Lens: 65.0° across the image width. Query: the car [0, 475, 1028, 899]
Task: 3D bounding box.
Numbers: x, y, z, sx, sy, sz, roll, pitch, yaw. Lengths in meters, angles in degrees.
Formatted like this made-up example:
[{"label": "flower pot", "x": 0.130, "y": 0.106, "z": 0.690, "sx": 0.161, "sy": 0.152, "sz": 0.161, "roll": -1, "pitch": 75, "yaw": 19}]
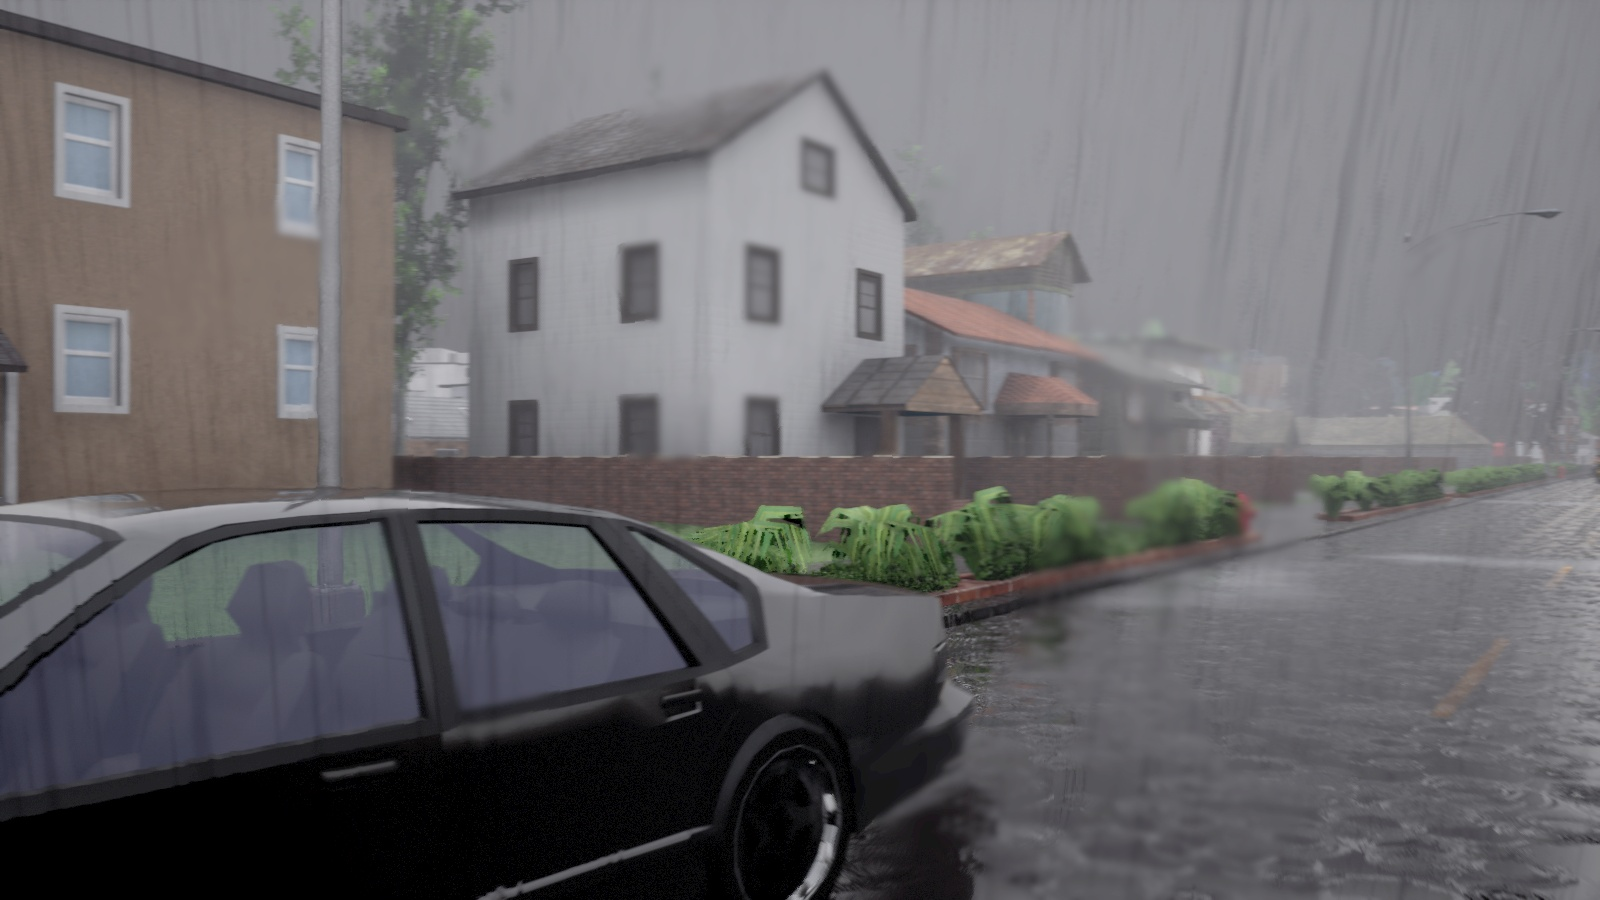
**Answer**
[{"label": "car", "x": -1.637, "y": 0.817, "z": 3.299, "sx": 2.033, "sy": 1.411, "sz": 5.357, "roll": 0, "pitch": 0, "yaw": 40}]
